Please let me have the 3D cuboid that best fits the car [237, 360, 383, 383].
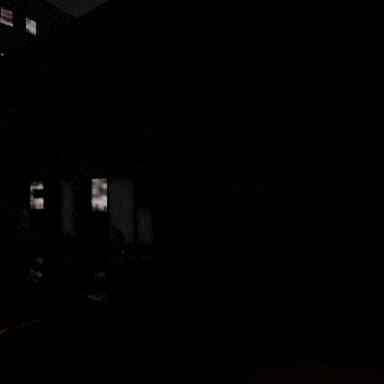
[{"bbox_3d":[2.168,1.525,1.328,4.829,1.417,1.752,0,0,36],"label":"car"}]
